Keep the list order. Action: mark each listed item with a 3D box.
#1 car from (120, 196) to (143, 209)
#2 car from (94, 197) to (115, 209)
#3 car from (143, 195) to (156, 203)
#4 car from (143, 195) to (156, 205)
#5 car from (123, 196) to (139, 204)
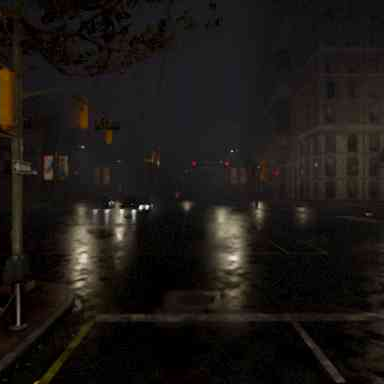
[{"bbox_3d":[-8.021,1.440,43.218,1.837,1.490,4.892,0,0,0],"label":"car"},{"bbox_3d":[-11.513,1.439,43.944,1.837,1.490,4.892,0,0,0],"label":"car"},{"bbox_3d":[-7.891,1.237,62.127,1.812,1.442,4.674,0,0,0],"label":"car"},{"bbox_3d":[-7.897,1.408,56.100,2.128,1.511,4.902,0,0,0],"label":"car"},{"bbox_3d":[-11.391,1.485,62.134,2.033,1.411,5.357,0,0,0],"label":"car"}]
